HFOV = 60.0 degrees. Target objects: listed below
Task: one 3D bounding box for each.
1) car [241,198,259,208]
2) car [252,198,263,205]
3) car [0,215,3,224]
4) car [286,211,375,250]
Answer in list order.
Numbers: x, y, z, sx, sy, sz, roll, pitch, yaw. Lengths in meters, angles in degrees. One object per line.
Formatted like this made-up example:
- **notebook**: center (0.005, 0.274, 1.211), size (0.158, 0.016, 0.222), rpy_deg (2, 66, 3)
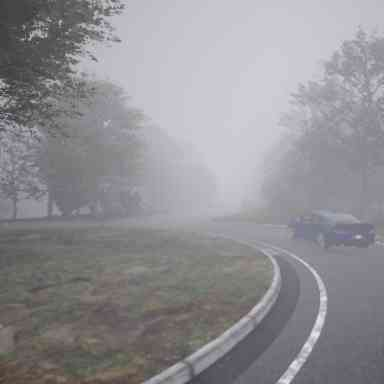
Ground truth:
- **car**: center (10.863, 2.046, 63.652), size (2.097, 1.767, 4.553), rpy_deg (-1, -1, 20)
- **car**: center (14.743, 2.138, 74.612), size (1.812, 1.442, 4.674), rpy_deg (-1, -1, 20)
- **car**: center (-17.847, 2.185, 26.036), size (5.357, 1.411, 2.033), rpy_deg (0, -1, -28)
- **car**: center (5.991, 1.594, 15.062), size (1.882, 1.535, 5.008), rpy_deg (0, -1, -7)
